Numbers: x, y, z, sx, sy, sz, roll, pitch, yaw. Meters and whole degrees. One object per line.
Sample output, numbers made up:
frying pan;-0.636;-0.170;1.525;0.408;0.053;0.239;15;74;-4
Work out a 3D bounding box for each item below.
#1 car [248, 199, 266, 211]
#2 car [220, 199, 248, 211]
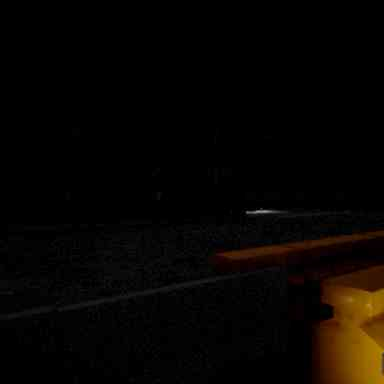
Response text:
car;6.934;1.587;42.648;2.033;1.411;5.357;0;0;-36
car;3.952;1.582;40.801;2.033;1.411;5.357;0;0;-36
